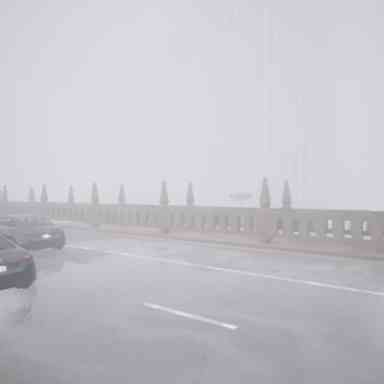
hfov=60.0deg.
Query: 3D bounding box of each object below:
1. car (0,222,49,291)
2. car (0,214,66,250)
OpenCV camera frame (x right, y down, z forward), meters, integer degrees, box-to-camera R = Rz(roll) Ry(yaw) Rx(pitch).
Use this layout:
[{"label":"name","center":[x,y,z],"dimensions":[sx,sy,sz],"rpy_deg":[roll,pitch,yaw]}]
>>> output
[{"label":"car","center":[-5.620,1.570,8.014],"dimensions":[4.181,1.385,1.994],"rpy_deg":[0,0,35]},{"label":"car","center":[-6.917,1.577,13.238],"dimensions":[4.181,1.385,1.994],"rpy_deg":[0,0,36]}]
